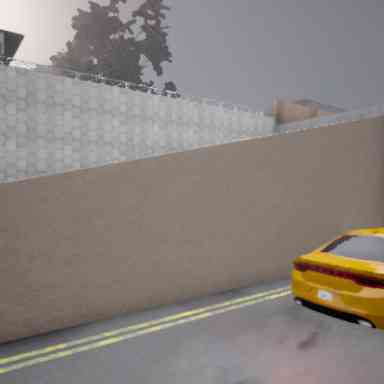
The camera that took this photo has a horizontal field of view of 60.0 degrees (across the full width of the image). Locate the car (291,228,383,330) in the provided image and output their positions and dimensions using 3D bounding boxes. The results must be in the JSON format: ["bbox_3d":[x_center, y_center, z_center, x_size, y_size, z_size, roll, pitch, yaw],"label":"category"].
[{"bbox_3d":[4.133,1.479,6.715,5.008,1.535,1.882,0,0,-35],"label":"car"}]
